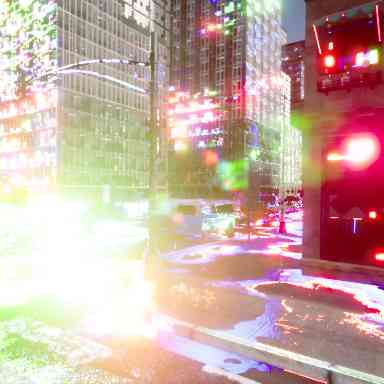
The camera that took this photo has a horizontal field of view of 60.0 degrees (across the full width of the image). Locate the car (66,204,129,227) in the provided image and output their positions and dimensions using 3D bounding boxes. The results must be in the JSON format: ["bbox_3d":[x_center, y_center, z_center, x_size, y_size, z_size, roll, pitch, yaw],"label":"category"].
[{"bbox_3d":[-6.084,1.467,21.871,1.947,1.339,4.313,1,1,35],"label":"car"}]

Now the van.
[{"bbox_3d":[0.763,1.368,17.034,1.690,1.788,3.998,1,1,35],"label":"van"}]

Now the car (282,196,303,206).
[{"bbox_3d":[16.160,1.364,53.365,1.752,1.417,4.829,1,1,35],"label":"car"}]

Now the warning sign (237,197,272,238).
[{"bbox_3d":[3.048,1.177,16.147,1.300,1.860,1.060,1,1,35],"label":"warning sign"}]

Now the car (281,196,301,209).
[{"bbox_3d":[13.121,1.416,44.479,1.812,1.442,4.674,1,1,36],"label":"car"}]

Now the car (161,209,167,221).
[{"bbox_3d":[-0.278,1.528,25.606,1.895,1.301,4.718,1,1,35],"label":"car"}]

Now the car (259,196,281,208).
[{"bbox_3d":[9.875,1.293,44.465,1.967,1.590,4.097,1,1,35],"label":"car"}]
